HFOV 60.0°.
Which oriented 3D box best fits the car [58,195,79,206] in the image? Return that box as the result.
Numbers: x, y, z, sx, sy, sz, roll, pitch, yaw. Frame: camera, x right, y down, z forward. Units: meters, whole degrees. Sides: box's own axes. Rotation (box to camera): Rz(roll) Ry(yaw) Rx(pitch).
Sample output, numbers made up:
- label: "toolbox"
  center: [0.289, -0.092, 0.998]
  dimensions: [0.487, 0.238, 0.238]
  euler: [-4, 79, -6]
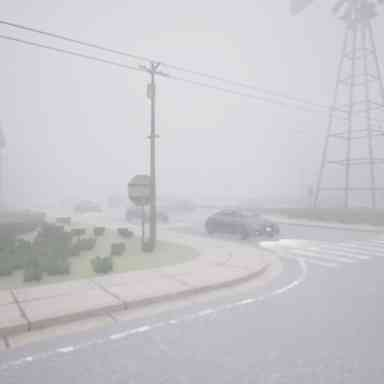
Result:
- label: "car"
  center: [-20.600, 1.565, 54.715]
  dimensions: [1.994, 1.385, 4.181]
  euler: [0, 0, -37]

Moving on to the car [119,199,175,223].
- label: "car"
  center: [-3.560, 1.526, 25.515]
  dimensions: [1.812, 1.442, 4.674]
  euler: [0, 0, -36]

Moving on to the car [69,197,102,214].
- label: "car"
  center: [-11.352, 1.562, 36.023]
  dimensions: [1.994, 1.385, 4.181]
  euler: [0, 0, -36]

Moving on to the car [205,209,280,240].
- label: "car"
  center: [2.473, 1.565, 17.147]
  dimensions: [1.994, 1.385, 4.181]
  euler: [0, 0, -34]

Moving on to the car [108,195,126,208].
- label: "car"
  center: [-9.965, 1.314, 47.036]
  dimensions: [3.866, 1.878, 1.905]
  euler: [0, 0, -36]

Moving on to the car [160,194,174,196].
- label: "car"
  center: [-5.285, 1.312, 63.086]
  dimensions: [4.605, 1.855, 1.932]
  euler: [0, 0, -36]

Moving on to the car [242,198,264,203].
- label: "car"
  center: [8.133, 1.523, 45.049]
  dimensions: [3.905, 1.438, 1.784]
  euler: [0, 0, -36]

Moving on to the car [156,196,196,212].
- label: "car"
  center: [-1.545, 1.507, 36.490]
  dimensions: [4.193, 1.474, 1.816]
  euler: [0, 0, -36]
